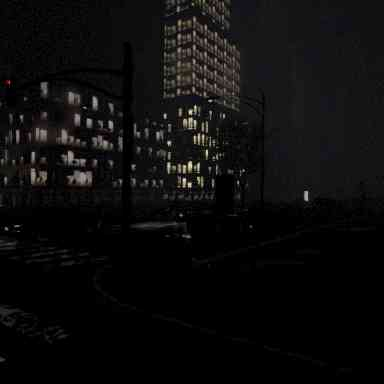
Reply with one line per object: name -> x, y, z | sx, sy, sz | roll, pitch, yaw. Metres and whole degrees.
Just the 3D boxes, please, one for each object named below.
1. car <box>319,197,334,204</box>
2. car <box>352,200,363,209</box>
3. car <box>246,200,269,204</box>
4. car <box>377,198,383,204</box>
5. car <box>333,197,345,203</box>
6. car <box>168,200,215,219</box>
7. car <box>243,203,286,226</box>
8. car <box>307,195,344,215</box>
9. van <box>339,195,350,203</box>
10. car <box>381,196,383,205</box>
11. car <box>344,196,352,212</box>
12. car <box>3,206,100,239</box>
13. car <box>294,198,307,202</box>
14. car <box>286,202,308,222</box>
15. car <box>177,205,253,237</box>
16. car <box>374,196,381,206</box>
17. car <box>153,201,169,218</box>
car -> 28.188, 1.849, 69.599 | 1.947, 1.339, 4.313 | 1, 0, 36
car -> 25.030, 1.773, 51.228 | 1.967, 1.590, 4.097 | 1, 0, 36
car -> 7.201, 1.628, 36.821 | 2.128, 1.511, 4.902 | 1, 0, 37
car -> 44.825, 2.047, 78.013 | 2.008, 1.369, 4.403 | 1, 0, 36
car -> 34.685, 1.862, 78.391 | 1.752, 1.417, 4.829 | 1, 0, 36
car -> 0.620, 1.576, 27.933 | 2.128, 1.511, 4.902 | 1, 0, 37
car -> 4.707, 1.737, 23.515 | 1.947, 1.339, 4.313 | 1, 0, 36
car -> 15.202, 1.569, 37.787 | 2.192, 1.841, 5.009 | 1, 0, 36
van -> 38.088, 1.706, 82.992 | 1.690, 1.788, 3.998 | 1, 0, 36
car -> 41.529, 1.784, 73.548 | 2.192, 1.841, 5.009 | 1, 0, 36
car -> 18.474, 1.720, 42.271 | 1.967, 1.590, 4.097 | 1, 0, 36
car -> -7.248, 1.525, 17.662 | 1.837, 1.490, 4.892 | 1, 0, 40
car -> 18.188, 1.727, 56.071 | 1.752, 1.417, 4.829 | 1, 0, 36
car -> 7.964, 1.779, 27.922 | 1.802, 1.307, 4.206 | 1, 0, 36
car -> 1.449, 1.696, 19.106 | 2.008, 1.369, 4.403 | 1, 0, 36
car -> 35.029, 1.940, 64.757 | 1.752, 1.417, 4.829 | 1, 0, 36
car -> -1.609, 1.481, 29.500 | 1.967, 1.590, 4.097 | 1, 0, 36
